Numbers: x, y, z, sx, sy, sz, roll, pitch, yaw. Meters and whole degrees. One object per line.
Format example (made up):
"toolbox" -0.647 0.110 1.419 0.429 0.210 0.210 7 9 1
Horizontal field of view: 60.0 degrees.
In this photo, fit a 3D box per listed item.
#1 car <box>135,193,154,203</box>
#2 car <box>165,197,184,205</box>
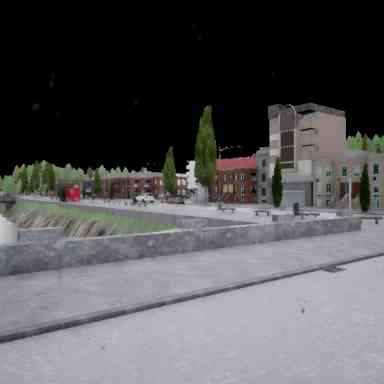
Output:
"car" -9.755 1.221 68.108 2.150 2.045 5.566 0 0 -35
"car" -3.155 1.564 58.844 1.994 1.385 4.181 0 0 -35
